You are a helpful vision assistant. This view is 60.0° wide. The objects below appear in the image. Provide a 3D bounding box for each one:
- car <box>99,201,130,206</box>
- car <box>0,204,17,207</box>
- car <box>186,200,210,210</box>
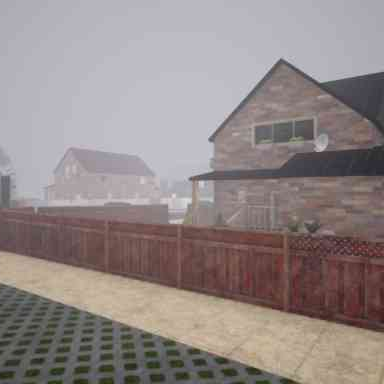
[{"bbox_3d":[-7.325,1.630,30.378,1.837,1.490,4.892,0,0,36],"label":"car"},{"bbox_3d":[-13.306,1.568,21.998,1.837,1.490,4.892,0,0,36],"label":"car"},{"bbox_3d":[1.114,1.745,42.188,1.812,1.442,4.674,0,0,36],"label":"car"}]
